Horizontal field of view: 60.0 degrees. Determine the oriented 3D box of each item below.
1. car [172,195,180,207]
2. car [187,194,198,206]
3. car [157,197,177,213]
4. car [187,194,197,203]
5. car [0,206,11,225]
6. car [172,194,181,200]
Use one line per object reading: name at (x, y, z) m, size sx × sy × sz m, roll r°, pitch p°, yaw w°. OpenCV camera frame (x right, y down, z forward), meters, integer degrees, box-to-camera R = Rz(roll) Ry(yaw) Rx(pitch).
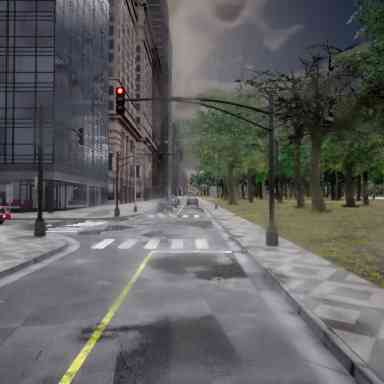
car at (-3.114, 1.624, 49.506) m, size 1.837 × 1.490 × 4.892 m, roll 0°, pitch 0°, yaw 0°
car at (0.080, 1.652, 59.900) m, size 2.128 × 1.511 × 4.902 m, roll 0°, pitch 0°, yaw 0°
car at (-3.141, 1.627, 39.373) m, size 2.033 × 1.411 × 5.357 m, roll 0°, pitch 0°, yaw -4°
car at (-0.026, 1.473, 79.260) m, size 2.150 × 2.045 × 5.566 m, roll 0°, pitch 0°, yaw 0°
car at (-14.825, 1.220, 21.494) m, size 5.566 × 2.045 × 2.150 m, roll 0°, pitch -2°, yaw 0°
car at (-3.095, 1.666, 59.917) m, size 1.837 × 1.490 × 4.892 m, roll 0°, pitch 0°, yaw 0°
